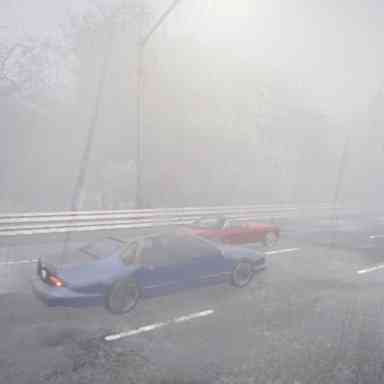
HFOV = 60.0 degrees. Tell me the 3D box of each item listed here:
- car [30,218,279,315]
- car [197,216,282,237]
[{"bbox_3d":[-0.665,1.554,7.572,5.357,1.411,2.033,0,0,-35],"label":"car"},{"bbox_3d":[1.451,1.618,13.371,4.718,1.301,1.895,0,0,-35],"label":"car"}]
